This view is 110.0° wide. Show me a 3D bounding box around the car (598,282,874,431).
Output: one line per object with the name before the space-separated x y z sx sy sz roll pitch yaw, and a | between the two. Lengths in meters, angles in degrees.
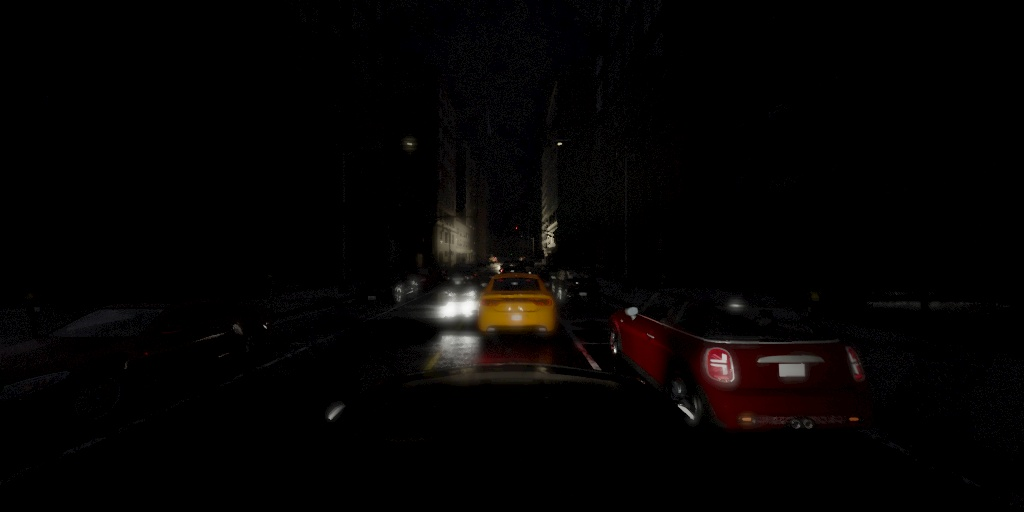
car | 2.864 1.190 5.599 1.967 1.591 4.097 0 0 0

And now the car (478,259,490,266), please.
car | -5.512 1.374 64.722 1.802 1.307 4.207 0 0 0

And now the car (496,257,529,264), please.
car | 0.081 1.105 28.207 2.097 1.767 4.553 0 0 1

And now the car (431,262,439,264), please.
car | -5.619 1.193 27.621 1.967 1.591 4.097 0 0 0

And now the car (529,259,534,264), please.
car | 3.013 1.232 64.693 1.967 1.591 4.097 0 0 0

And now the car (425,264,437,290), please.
car | -5.630 1.334 22.119 1.802 1.307 4.207 0 0 0

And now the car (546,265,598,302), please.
car | 2.885 1.301 16.601 2.007 1.370 4.403 0 0 0

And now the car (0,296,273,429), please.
car | -5.661 1.332 5.616 1.802 1.307 4.207 0 0 0

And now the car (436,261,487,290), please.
car | -3.015 1.245 22.547 2.128 1.511 4.902 0 0 1

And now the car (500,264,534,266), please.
car | 0.135 1.315 19.475 1.994 1.385 4.181 0 0 0

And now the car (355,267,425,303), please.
car | -5.640 1.316 16.618 1.948 1.339 4.313 0 0 0

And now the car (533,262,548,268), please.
car | 2.907 1.319 27.604 1.948 1.339 4.313 0 0 0

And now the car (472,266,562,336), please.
car | 0.114 1.228 10.487 1.882 1.535 5.008 0 0 0
